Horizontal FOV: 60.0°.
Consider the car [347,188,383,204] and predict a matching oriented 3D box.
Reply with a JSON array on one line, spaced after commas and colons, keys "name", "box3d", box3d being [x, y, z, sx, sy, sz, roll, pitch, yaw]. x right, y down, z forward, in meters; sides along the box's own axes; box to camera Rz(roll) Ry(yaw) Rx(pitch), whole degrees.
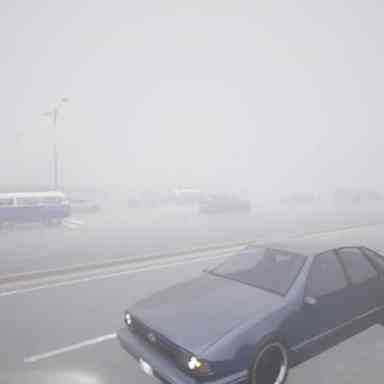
[{"name": "car", "box3d": [22.026, 0.471, 41.930, 4.605, 1.855, 1.932, -1, 1, -36]}]

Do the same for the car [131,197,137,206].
[{"name": "car", "box3d": [-7.038, 1.042, 52.126, 3.905, 1.438, 1.784, -1, 1, -36]}]

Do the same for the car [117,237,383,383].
[{"name": "car", "box3d": [1.634, 1.481, 5.213, 5.357, 1.411, 2.033, -1, 1, -36]}]

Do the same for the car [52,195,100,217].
[{"name": "car", "box3d": [-10.918, 1.301, 31.905, 3.806, 1.475, 1.970, -1, 1, -36]}]

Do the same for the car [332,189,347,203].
[{"name": "car", "box3d": [20.361, 0.480, 44.298, 3.866, 1.878, 1.905, -1, 1, -36]}]

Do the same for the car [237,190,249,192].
[{"name": "car", "box3d": [8.742, 0.527, 60.112, 3.866, 1.878, 1.905, -1, 1, -36]}]

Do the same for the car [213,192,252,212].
[{"name": "car", "box3d": [4.673, 1.027, 36.169, 3.806, 1.475, 1.970, -1, 1, -36]}]

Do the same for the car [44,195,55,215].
[{"name": "car", "box3d": [-12.627, 1.276, 34.242, 3.905, 1.438, 1.784, -1, 1, -36]}]

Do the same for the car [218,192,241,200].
[{"name": "car", "box3d": [7.044, 0.773, 62.457, 3.806, 1.475, 1.970, -1, 1, -36]}]

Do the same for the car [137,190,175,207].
[{"name": "car", "box3d": [-5.382, 0.826, 49.749, 4.605, 1.855, 1.932, -1, 1, -36]}]

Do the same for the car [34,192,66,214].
[{"name": "car", "box3d": [-14.256, 1.073, 36.376, 4.605, 1.855, 1.932, -1, 1, -36]}]
